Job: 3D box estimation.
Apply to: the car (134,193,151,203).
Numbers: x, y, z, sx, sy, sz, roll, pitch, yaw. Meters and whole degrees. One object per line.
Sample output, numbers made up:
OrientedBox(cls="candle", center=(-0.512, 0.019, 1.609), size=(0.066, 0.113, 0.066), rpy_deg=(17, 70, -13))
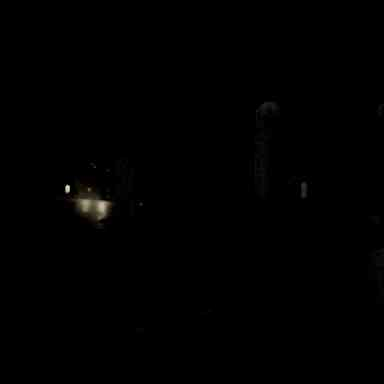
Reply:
OrientedBox(cls="car", center=(-8.612, 1.018, 55.018), size=(1.837, 1.490, 4.892), rpy_deg=(-1, 0, -35))

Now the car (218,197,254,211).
OrientedBox(cls="car", center=(4.757, 1.294, 36.425), size=(1.994, 1.385, 4.181), rpy_deg=(-1, 1, -36))

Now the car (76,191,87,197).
OrientedBox(cls="car", center=(-29.430, 0.519, 88.691), size=(1.994, 1.385, 4.181), rpy_deg=(-1, 1, -36))
